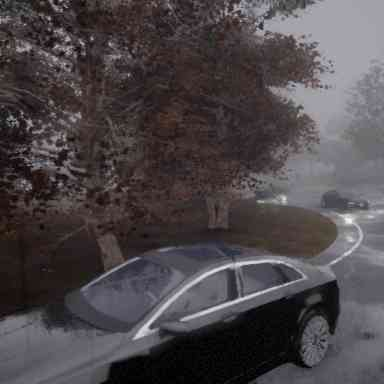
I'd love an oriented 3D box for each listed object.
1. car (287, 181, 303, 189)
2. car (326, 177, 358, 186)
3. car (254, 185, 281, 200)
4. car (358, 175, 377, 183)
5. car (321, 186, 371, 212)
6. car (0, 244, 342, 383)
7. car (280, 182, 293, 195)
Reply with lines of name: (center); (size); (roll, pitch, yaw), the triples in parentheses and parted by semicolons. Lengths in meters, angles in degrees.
car: (17.561, -1.205, 58.753); (4.902, 1.511, 2.128); (-5, 3, -34)
car: (26.312, -1.749, 59.228); (4.892, 1.490, 1.837); (-4, 2, -11)
car: (8.802, 0.096, 40.206); (1.837, 1.490, 4.892); (-4, 2, -1)
car: (32.173, -2.321, 62.757); (4.892, 1.490, 1.837); (-2, 2, 7)
car: (11.341, 0.562, 24.851); (1.837, 1.490, 4.892); (-3, 2, -2)
car: (-0.119, 1.474, 4.020); (4.902, 1.511, 2.128); (-1, 1, -37)
car: (12.789, -0.330, 47.490); (1.895, 1.301, 4.718); (-2, 2, 22)
